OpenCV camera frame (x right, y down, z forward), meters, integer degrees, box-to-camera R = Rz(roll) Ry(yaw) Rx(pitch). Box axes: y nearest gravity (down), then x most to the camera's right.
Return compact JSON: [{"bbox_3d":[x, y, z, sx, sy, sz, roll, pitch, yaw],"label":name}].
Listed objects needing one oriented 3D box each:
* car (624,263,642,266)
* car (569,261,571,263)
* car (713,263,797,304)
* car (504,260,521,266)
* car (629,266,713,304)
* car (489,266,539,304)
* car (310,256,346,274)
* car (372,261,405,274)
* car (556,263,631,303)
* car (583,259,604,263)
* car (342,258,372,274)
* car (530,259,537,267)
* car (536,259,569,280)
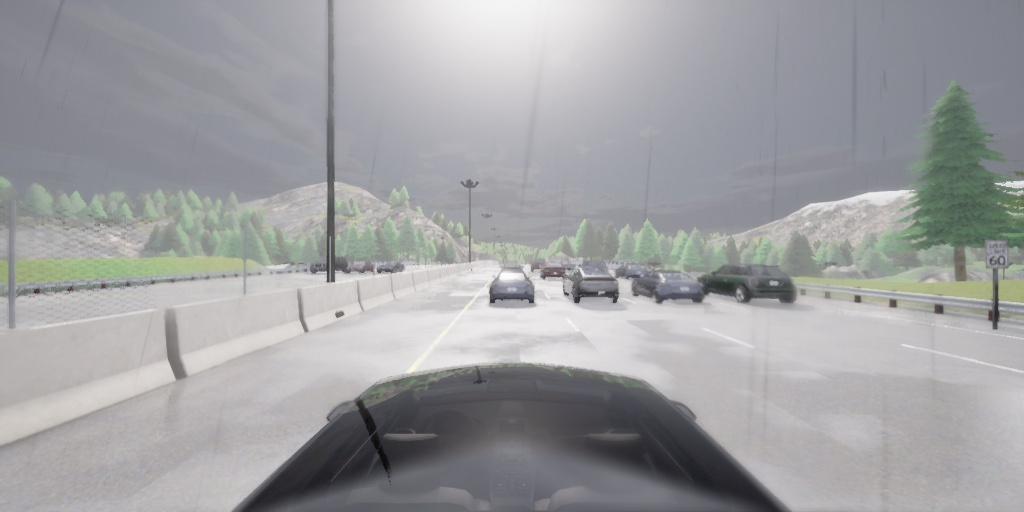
[{"bbox_3d":[10.502,1.324,31.501,1.994,1.385,4.181,0,0,0],"label":"car"},{"bbox_3d":[7.002,1.313,46.701,2.033,1.411,5.357,0,0,0],"label":"car"},{"bbox_3d":[10.500,1.114,16.471,2.097,1.767,4.553,0,0,0],"label":"car"},{"bbox_3d":[0.002,1.264,31.501,1.837,1.490,4.892,0,0,0],"label":"car"},{"bbox_3d":[7.000,1.322,16.501,1.994,1.385,4.181,0,0,0],"label":"car"},{"bbox_3d":[0.001,1.320,16.501,1.994,1.385,4.181,0,0,0],"label":"car"},{"bbox_3d":[-20.998,1.062,41.472,2.150,2.045,5.566,0,0,0],"label":"car"},{"bbox_3d":[-13.998,1.341,41.701,2.033,1.411,5.357,0,0,0],"label":"car"},{"bbox_3d":[3.501,1.245,16.501,2.128,1.511,4.902,0,0,0],"label":"car"},{"bbox_3d":[7.002,1.117,31.471,2.097,1.767,4.553,0,0,0],"label":"car"},{"bbox_3d":[-17.498,1.297,41.702,1.812,1.442,4.674,0,0,0],"label":"car"},{"bbox_3d":[3.502,1.114,46.671,2.097,1.767,4.553,0,0,0],"label":"car"},{"bbox_3d":[3.502,1.233,31.501,1.882,1.535,5.008,0,0,0],"label":"car"}]
